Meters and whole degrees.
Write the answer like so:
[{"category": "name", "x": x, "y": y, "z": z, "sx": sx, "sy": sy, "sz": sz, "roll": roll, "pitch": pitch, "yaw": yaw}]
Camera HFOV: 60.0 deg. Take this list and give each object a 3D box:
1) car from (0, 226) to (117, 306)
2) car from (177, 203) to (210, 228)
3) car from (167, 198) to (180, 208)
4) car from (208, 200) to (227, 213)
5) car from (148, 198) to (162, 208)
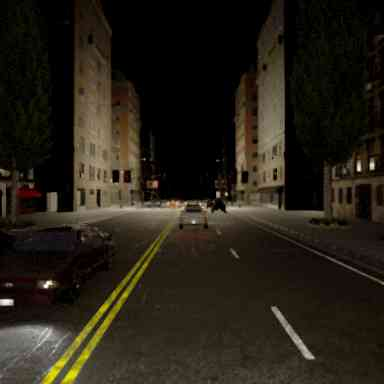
[{"category": "car", "x": -3.349, "y": 1.627, "z": 8.654, "sx": 2.033, "sy": 1.411, "sz": 5.357, "roll": 0, "pitch": -1, "yaw": 0}, {"category": "car", "x": 0.105, "y": 1.742, "z": 23.781, "sx": 1.812, "sy": 1.442, "sz": 4.674, "roll": 0, "pitch": -1, "yaw": 0}, {"category": "car", "x": -3.247, "y": 1.871, "z": 58.114, "sx": 2.097, "sy": 1.767, "sz": 4.553, "roll": 0, "pitch": 0, "yaw": 0}, {"category": "car", "x": 3.357, "y": 1.890, "z": 42.790, "sx": 1.837, "sy": 1.490, "sz": 4.892, "roll": 0, "pitch": -1, "yaw": 0}, {"category": "car", "x": -6.496, "y": 1.872, "z": 58.276, "sx": 2.097, "sy": 1.767, "sz": 4.553, "roll": 0, "pitch": 0, "yaw": 0}]
